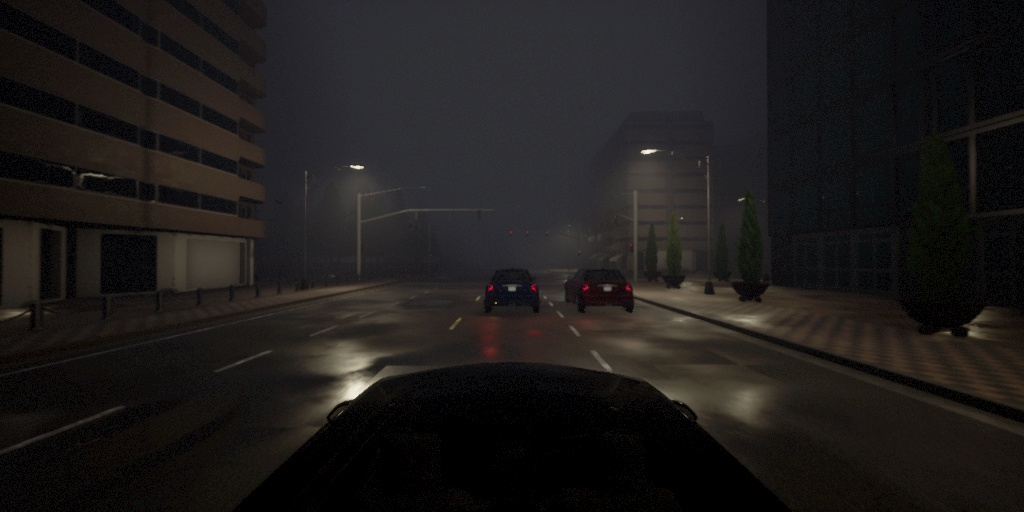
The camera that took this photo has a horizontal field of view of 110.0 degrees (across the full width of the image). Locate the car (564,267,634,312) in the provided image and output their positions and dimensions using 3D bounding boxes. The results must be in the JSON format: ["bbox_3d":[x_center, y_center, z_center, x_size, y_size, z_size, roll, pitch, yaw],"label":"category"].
[{"bbox_3d":[3.515,1.253,15.251,2.097,1.767,4.553,0,-1,0],"label":"car"}]

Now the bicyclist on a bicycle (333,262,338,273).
[{"bbox_3d":[-25.679,1.669,52.183,0.582,1.620,1.656,0,0,0],"label":"bicyclist on a bicycle"}]

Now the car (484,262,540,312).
[{"bbox_3d":[0.015,1.253,15.250,2.097,1.767,4.553,0,-1,0],"label":"car"}]
